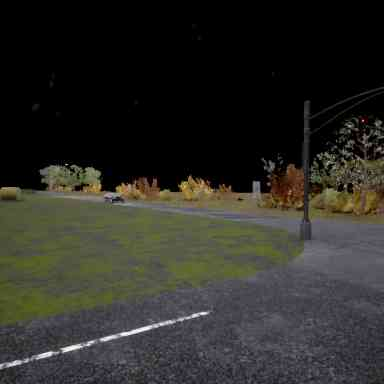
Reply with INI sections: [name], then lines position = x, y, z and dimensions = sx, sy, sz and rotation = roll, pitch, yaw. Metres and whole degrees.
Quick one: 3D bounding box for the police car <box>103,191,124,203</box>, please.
[police car]
position = -11.663, 0.744, 49.702
dimensions = 1.930, 1.638, 5.238
rotation = 1, 0, -32
